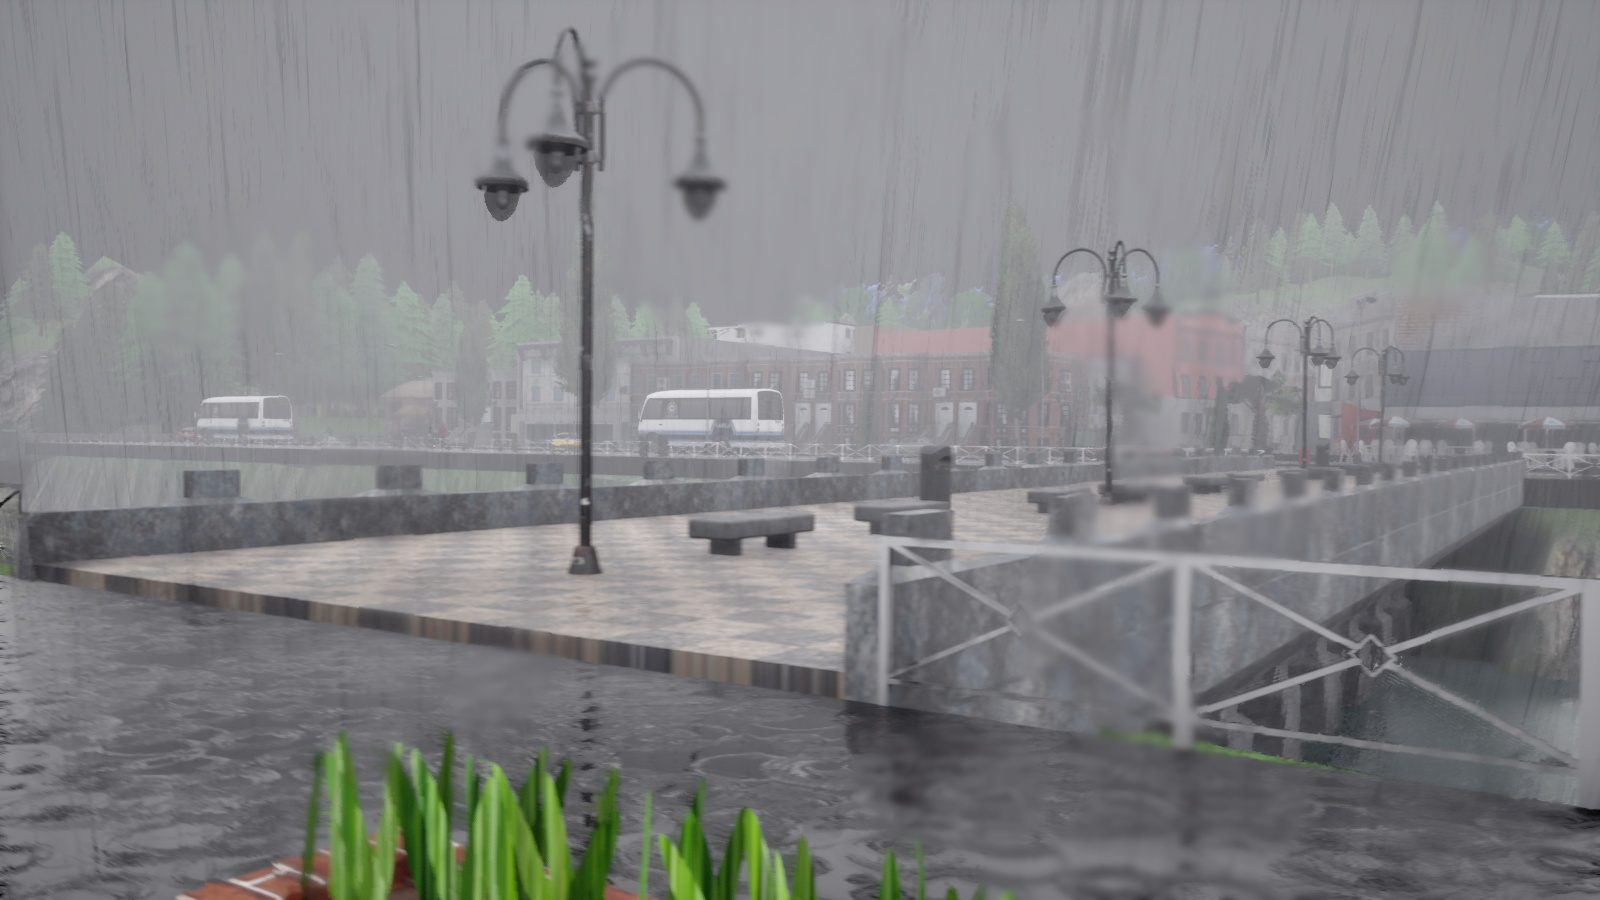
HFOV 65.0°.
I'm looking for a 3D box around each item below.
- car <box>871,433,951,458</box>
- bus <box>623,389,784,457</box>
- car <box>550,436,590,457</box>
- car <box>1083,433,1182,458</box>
[{"bbox_3d":[6.525,-0.273,73.922,4.181,1.385,1.994,0,1,34],"label":"car"},{"bbox_3d":[-6.400,-1.713,82.476,10.273,4.253,3.944,0,1,34],"label":"bus"},{"bbox_3d":[-15.320,-0.216,83.627,2.207,1.376,1.481,0,1,34],"label":"car"},{"bbox_3d":[17.607,-0.236,66.566,4.718,1.301,1.895,0,1,34],"label":"car"}]
